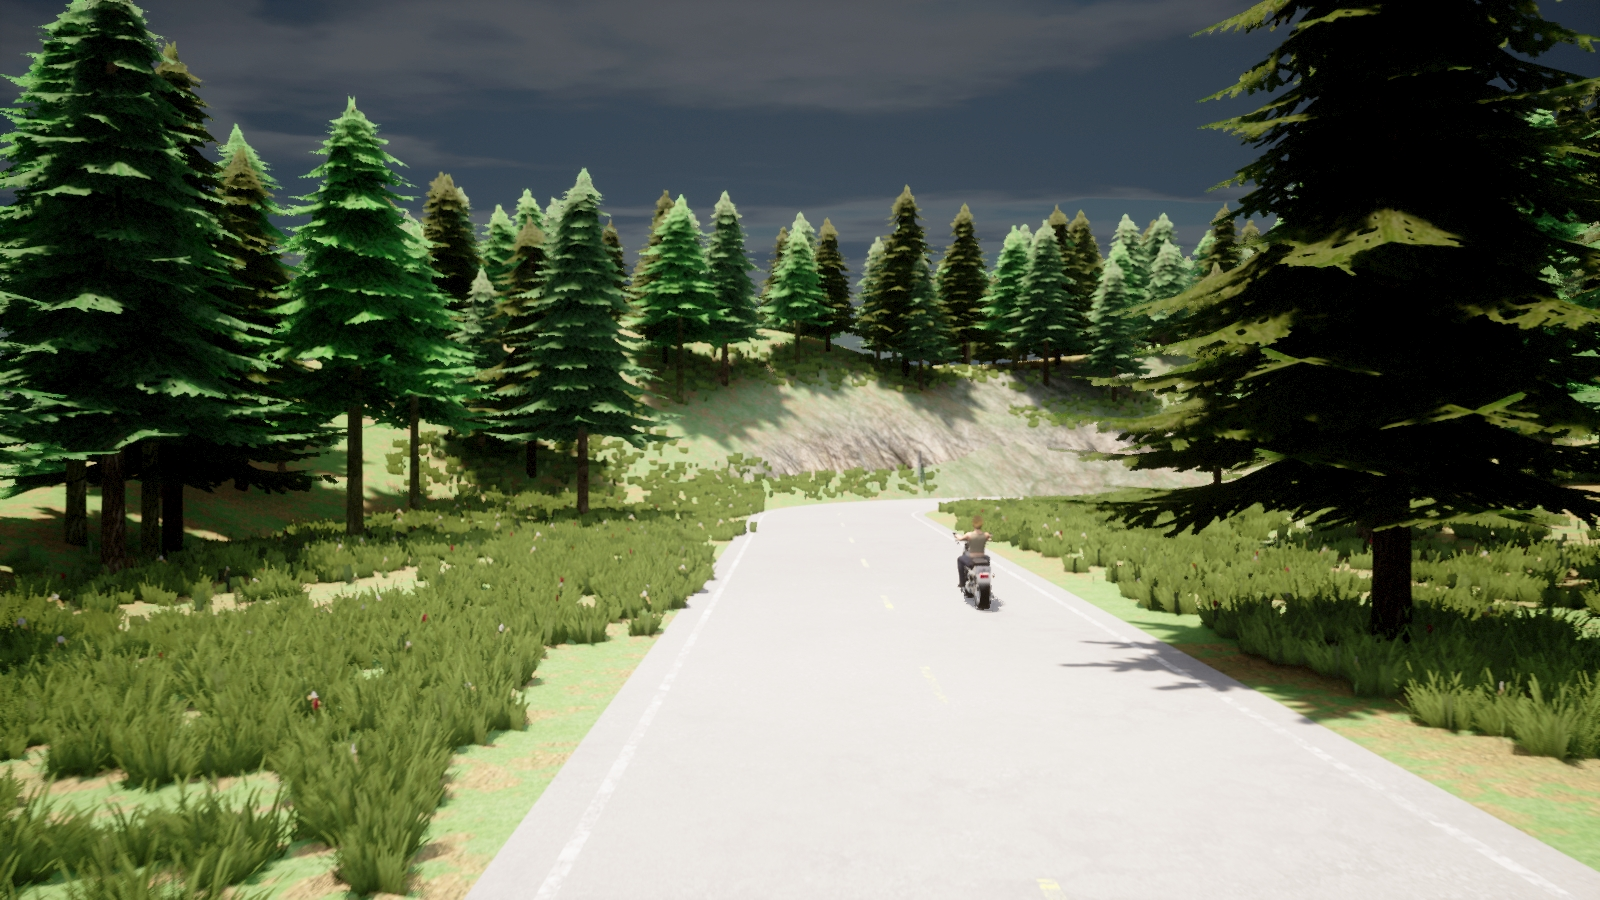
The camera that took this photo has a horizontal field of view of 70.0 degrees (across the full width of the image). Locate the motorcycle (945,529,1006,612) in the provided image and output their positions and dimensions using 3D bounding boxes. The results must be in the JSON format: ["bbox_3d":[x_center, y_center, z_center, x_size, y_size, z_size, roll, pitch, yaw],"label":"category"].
[{"bbox_3d":[3.193,2.172,20.957,0.764,1.277,2.356,0,0,0],"label":"motorcycle"}]
